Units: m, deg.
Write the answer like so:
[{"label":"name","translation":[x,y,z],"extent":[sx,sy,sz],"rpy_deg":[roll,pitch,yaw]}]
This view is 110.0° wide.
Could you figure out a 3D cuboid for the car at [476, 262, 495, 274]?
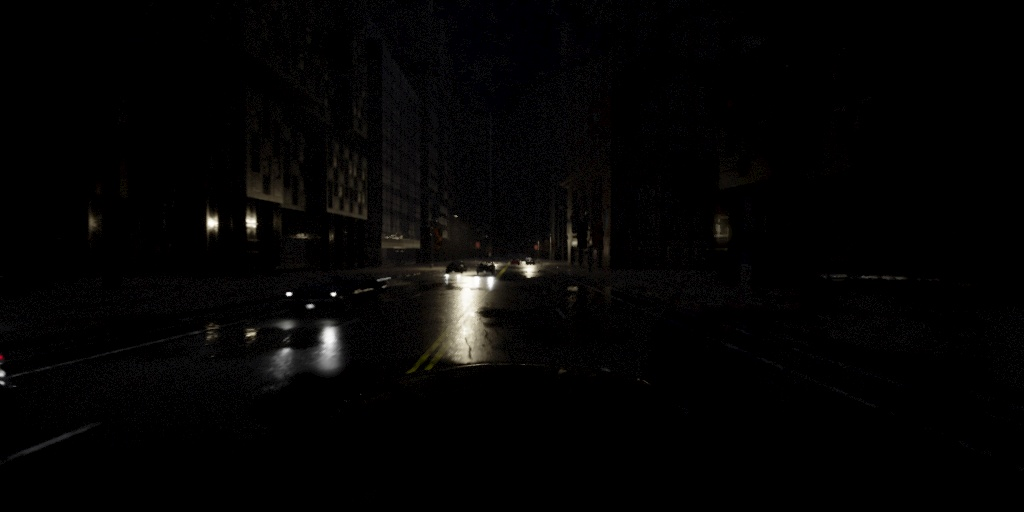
[{"label":"car","translation":[-2.903,1.337,40.332],"extent":[1.895,1.301,4.718],"rpy_deg":[0,0,1]}]

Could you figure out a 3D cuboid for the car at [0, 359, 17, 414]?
[{"label":"car","translation":[-6.611,1.275,2.239],"extent":[1.994,1.385,4.181],"rpy_deg":[0,0,0]}]

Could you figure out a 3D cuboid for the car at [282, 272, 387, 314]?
[{"label":"car","translation":[-6.493,1.313,13.740],"extent":[1.895,1.301,4.718],"rpy_deg":[0,0,0]}]

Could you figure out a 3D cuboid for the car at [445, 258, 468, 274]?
[{"label":"car","translation":[-6.152,1.264,40.414],"extent":[2.033,1.411,5.357],"rpy_deg":[0,0,1]}]
